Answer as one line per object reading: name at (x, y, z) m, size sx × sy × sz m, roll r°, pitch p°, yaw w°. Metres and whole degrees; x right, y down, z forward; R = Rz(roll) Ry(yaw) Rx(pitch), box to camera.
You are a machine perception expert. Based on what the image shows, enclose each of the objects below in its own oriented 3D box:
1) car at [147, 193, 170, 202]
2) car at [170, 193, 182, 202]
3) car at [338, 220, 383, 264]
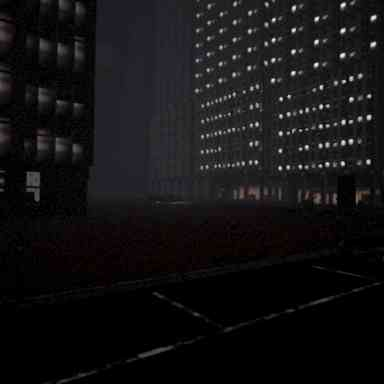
car at (-6.300, 0.933, 58.490) m, size 1.837 × 1.490 × 4.892 m, roll 1°, pitch 0°, yaw -35°
car at (-3.644, 0.998, 60.362) m, size 1.837 × 1.490 × 4.892 m, roll 1°, pitch 0°, yaw -35°
car at (6.850, 1.669, 11.583) m, size 4.403 × 1.369 × 2.008 m, roll 1°, pitch 0°, yaw -35°
